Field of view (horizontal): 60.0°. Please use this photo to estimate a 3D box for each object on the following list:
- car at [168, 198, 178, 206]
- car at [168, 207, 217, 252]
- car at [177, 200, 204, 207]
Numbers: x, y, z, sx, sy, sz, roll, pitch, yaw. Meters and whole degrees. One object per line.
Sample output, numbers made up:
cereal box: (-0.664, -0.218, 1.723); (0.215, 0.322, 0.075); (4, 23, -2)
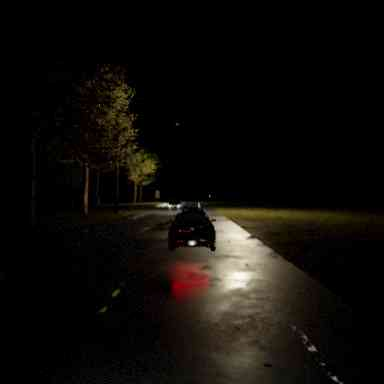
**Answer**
car: (-3.408, 1.875, 63.874); (1.837, 1.490, 4.892); (0, 0, 0)
car: (0.011, 1.590, 14.274); (1.837, 1.490, 4.892); (-1, -1, 0)
car: (0.044, 1.676, 29.261); (2.128, 1.511, 4.902); (0, 0, 0)
